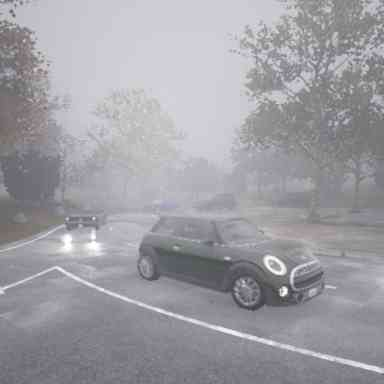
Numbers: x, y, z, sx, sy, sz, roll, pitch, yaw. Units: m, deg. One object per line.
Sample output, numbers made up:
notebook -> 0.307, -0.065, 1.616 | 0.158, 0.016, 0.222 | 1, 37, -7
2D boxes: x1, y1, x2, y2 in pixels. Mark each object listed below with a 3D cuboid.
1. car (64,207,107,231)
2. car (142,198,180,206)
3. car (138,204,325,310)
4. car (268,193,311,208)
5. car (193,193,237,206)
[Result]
car -> -6.541, 1.597, 20.827 | 1.895, 1.301, 4.718 | 0, 0, -8
car -> -3.291, 1.462, 35.829 | 1.882, 1.535, 5.008 | 0, 0, 35
car -> 0.722, 1.346, 8.004 | 4.553, 1.767, 2.097 | 0, 0, 44
car -> 13.302, 1.116, 45.369 | 5.566, 2.045, 2.150 | 1, 0, 0
car -> 2.668, 1.187, 38.036 | 5.566, 2.045, 2.150 | -1, 0, -38
